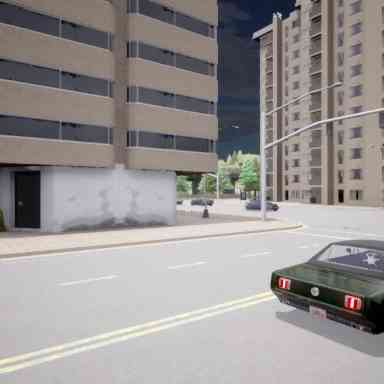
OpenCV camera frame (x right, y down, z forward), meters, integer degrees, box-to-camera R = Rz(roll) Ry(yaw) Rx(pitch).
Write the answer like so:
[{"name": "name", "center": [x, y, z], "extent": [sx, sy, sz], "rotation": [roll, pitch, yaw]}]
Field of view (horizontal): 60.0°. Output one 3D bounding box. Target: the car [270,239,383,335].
[{"name": "car", "center": [3.797, 1.601, 6.483], "extent": [4.718, 1.301, 1.895], "rotation": [0, 0, -35]}]

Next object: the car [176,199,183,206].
[{"name": "car", "center": [-3.355, 1.601, 54.890], "extent": [1.895, 1.301, 4.718], "rotation": [0, 0, -35]}]

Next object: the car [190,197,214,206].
[{"name": "car", "center": [1.511, 1.564, 54.339], "extent": [1.994, 1.385, 4.181], "rotation": [0, 0, -36]}]

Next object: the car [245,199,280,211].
[{"name": "car", "center": [8.141, 1.563, 38.904], "extent": [1.994, 1.385, 4.181], "rotation": [0, 0, -36]}]

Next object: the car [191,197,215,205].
[{"name": "car", "center": [1.859, 1.601, 59.889], "extent": [1.895, 1.301, 4.718], "rotation": [0, 0, -35]}]
